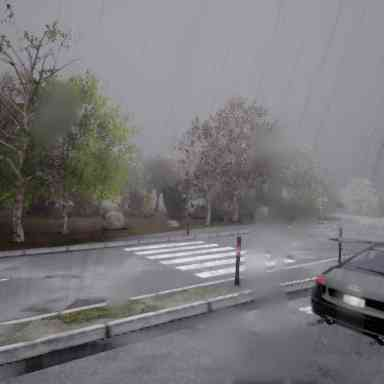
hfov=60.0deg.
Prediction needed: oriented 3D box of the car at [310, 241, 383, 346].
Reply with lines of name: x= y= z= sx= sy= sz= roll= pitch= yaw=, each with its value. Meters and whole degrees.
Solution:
car: x=4.109 y=1.581 z=5.919 sx=4.181 sy=1.385 sz=1.994 roll=0 pitch=0 yaw=-31
